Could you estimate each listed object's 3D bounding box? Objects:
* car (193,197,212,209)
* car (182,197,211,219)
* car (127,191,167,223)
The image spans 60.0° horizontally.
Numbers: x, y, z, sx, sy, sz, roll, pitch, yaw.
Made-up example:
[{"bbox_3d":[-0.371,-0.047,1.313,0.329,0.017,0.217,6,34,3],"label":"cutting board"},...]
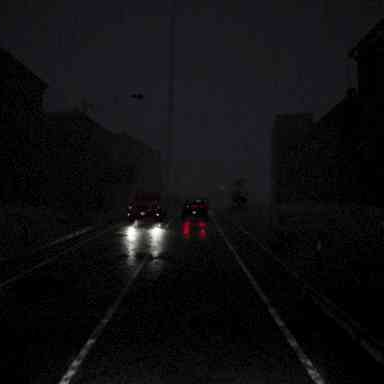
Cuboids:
[{"bbox_3d":[1.401,1.359,42.757,2.128,1.511,4.902,-1,-1,6],"label":"car"},{"bbox_3d":[0.225,1.216,25.512,2.128,1.511,4.902,0,0,1],"label":"car"},{"bbox_3d":[-3.017,0.959,23.400,2.150,2.045,5.566,0,0,1],"label":"car"}]
